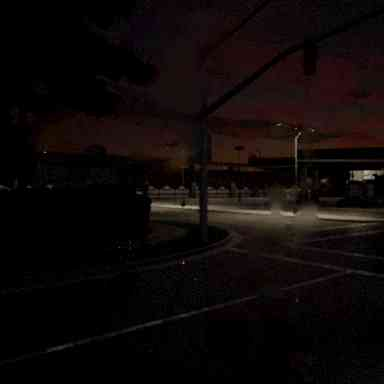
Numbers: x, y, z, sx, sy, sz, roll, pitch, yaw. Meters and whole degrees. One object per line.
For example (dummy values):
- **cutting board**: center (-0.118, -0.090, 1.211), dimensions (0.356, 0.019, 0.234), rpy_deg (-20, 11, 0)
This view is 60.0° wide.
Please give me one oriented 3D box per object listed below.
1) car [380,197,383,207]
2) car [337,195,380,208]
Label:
- **car**: center (25.531, 1.376, 47.300), dimensions (1.970, 1.475, 3.806), rpy_deg (0, 0, -35)
- **car**: center (21.265, 1.225, 43.376), dimensions (2.242, 1.667, 4.611), rpy_deg (0, 0, -35)
